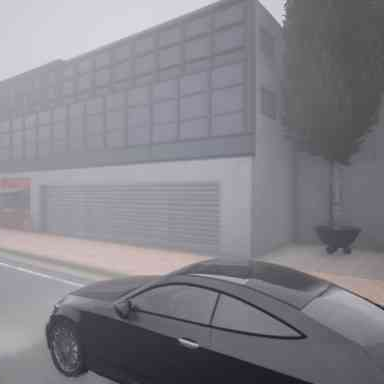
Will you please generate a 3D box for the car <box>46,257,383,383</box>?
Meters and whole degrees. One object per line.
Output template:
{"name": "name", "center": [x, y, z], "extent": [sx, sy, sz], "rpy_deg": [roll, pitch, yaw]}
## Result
{"name": "car", "center": [0.254, 1.528, 3.844], "extent": [4.674, 1.442, 1.812], "rpy_deg": [0, 0, 36]}
